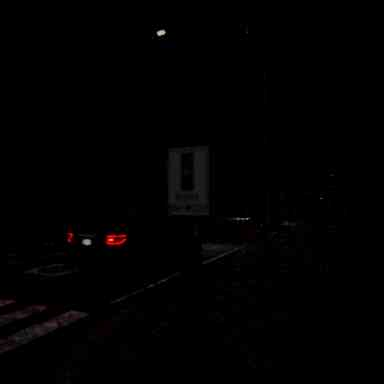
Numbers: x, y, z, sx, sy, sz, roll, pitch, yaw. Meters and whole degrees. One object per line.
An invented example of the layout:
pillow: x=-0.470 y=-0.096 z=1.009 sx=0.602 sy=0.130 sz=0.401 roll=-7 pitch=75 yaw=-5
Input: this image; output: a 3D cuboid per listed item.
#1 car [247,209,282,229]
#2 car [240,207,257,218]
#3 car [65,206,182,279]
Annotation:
car: x=6.477 y=2.367 z=28.546 sx=1.895 sy=1.301 sz=4.718 roll=-1 pitch=-2 yaw=25
car: x=8.483 y=2.919 z=48.117 sx=1.812 sy=1.442 sz=4.674 roll=-1 pitch=-2 yaw=25
car: x=-1.652 y=1.494 z=11.243 sx=2.150 sy=2.045 sz=5.566 roll=-1 pitch=-2 yaw=25
